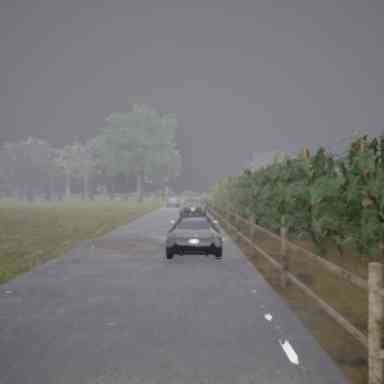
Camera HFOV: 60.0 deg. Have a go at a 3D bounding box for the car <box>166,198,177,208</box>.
[{"bbox_3d":[-2.817,1.639,50.112,1.812,1.442,4.674,0,0,0],"label":"car"}]

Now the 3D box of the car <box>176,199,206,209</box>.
[{"bbox_3d":[0.081,1.387,27.364,2.097,1.767,4.553,0,0,0],"label":"car"}]

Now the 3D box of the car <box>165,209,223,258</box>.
[{"bbox_3d":[0.078,1.574,12.770,1.994,1.385,4.181,0,0,0],"label":"car"}]
